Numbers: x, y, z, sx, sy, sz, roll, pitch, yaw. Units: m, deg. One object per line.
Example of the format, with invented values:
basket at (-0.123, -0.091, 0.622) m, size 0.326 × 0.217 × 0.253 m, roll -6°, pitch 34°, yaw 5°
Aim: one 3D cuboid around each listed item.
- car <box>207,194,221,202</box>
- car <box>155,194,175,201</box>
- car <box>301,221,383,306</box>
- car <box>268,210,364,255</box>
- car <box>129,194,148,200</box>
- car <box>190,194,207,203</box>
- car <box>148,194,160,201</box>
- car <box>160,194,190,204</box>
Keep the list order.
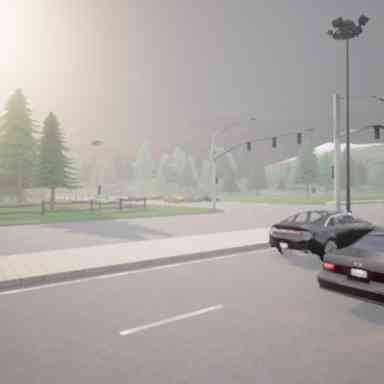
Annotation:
car at (2.920, 1.123, 60.352) m, size 2.033 × 1.411 × 5.357 m, roll -1°, pitch 0°, yaw -34°
car at (-5.947, 1.112, 73.235) m, size 2.033 × 1.411 × 5.357 m, roll -1°, pitch 0°, yaw -35°
car at (5.002, 1.454, 7.325) m, size 5.357 × 1.411 × 2.033 m, roll -1°, pitch 0°, yaw -35°
car at (4.751, 1.374, 11.437) m, size 4.902 × 1.511 × 2.128 m, roll -1°, pitch 0°, yaw -35°
car at (-11.606, 1.175, 69.110) m, size 1.812 × 1.442 × 4.674 m, roll -1°, pitch 0°, yaw -35°
car at (0.093, 1.217, 58.256) m, size 1.895 × 1.301 × 4.718 m, roll -1°, pitch 0°, yaw -34°
car at (-8.634, 1.090, 70.966) m, size 1.882 × 1.535 × 5.008 m, roll -1°, pitch 0°, yaw -35°
car at (-2.928, 1.133, 56.459) m, size 1.882 × 1.535 × 5.008 m, roll -1°, pitch 0°, yaw -34°
